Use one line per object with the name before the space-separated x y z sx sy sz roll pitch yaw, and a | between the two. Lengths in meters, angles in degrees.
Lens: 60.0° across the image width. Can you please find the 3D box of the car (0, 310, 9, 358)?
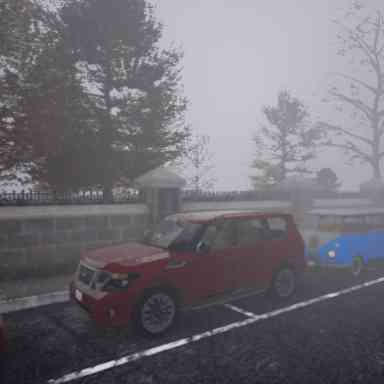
car | -4.330 1.438 3.470 4.097 1.590 1.967 0 0 -35

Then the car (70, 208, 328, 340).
car | 0.254 1.322 6.741 5.009 1.841 2.192 0 0 -35

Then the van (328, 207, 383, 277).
van | 4.838 1.358 10.010 3.998 1.788 1.690 0 0 -35
